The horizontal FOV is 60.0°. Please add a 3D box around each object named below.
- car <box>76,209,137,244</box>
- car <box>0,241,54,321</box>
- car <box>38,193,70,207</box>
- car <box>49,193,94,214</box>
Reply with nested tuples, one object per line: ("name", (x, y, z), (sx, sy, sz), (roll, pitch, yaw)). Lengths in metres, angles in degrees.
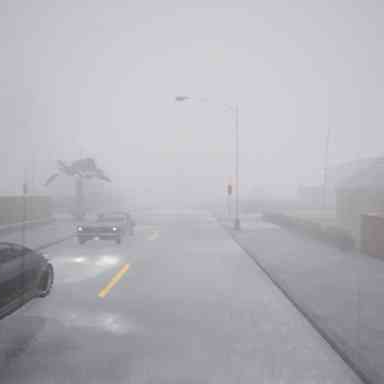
("car", (-3.992, 1.656, 16.166), (1.895, 1.301, 4.718), (0, 0, 0))
("car", (-4.085, 1.584, 5.816), (1.994, 1.385, 4.181), (0, 0, 0))
("car", (-19.733, 1.147, 47.596), (1.905, 1.878, 3.866), (0, 0, 35))
("car", (-13.446, 1.342, 35.793), (5.566, 2.045, 2.150), (0, 0, -2))
